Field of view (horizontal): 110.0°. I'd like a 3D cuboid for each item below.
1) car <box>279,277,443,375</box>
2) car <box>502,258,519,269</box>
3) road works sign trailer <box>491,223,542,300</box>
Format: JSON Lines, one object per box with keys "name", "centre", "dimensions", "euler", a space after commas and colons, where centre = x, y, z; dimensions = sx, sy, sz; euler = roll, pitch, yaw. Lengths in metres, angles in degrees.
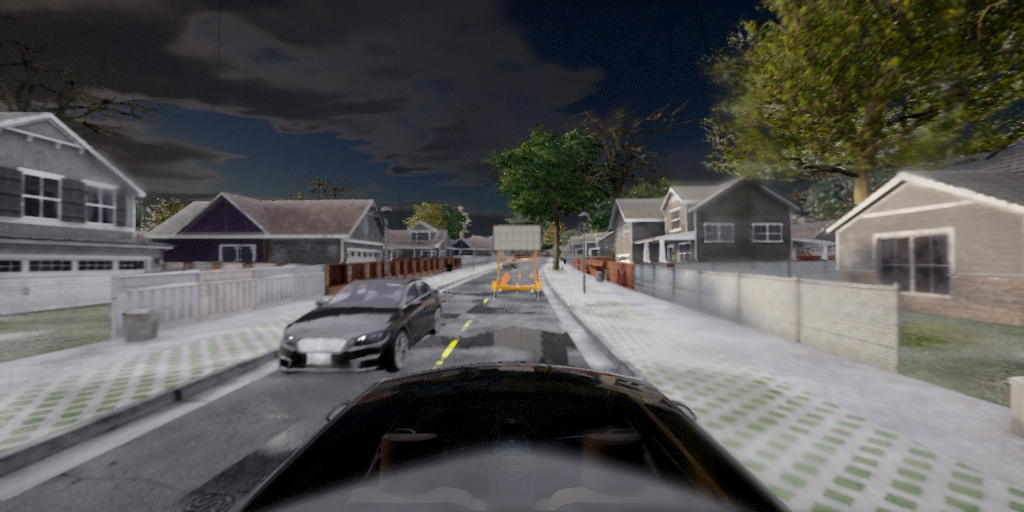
{"name": "car", "centre": [-2.775, 1.230, 7.674], "dimensions": [2.128, 1.511, 4.902], "euler": [0, 0, 1]}
{"name": "car", "centre": [-0.270, 1.054, 51.022], "dimensions": [1.812, 1.442, 4.674], "euler": [0, 0, 6]}
{"name": "road works sign trailer", "centre": [0.250, 0.175, 17.581], "dimensions": [2.380, 3.560, 2.880], "euler": [0, 0, 3]}
